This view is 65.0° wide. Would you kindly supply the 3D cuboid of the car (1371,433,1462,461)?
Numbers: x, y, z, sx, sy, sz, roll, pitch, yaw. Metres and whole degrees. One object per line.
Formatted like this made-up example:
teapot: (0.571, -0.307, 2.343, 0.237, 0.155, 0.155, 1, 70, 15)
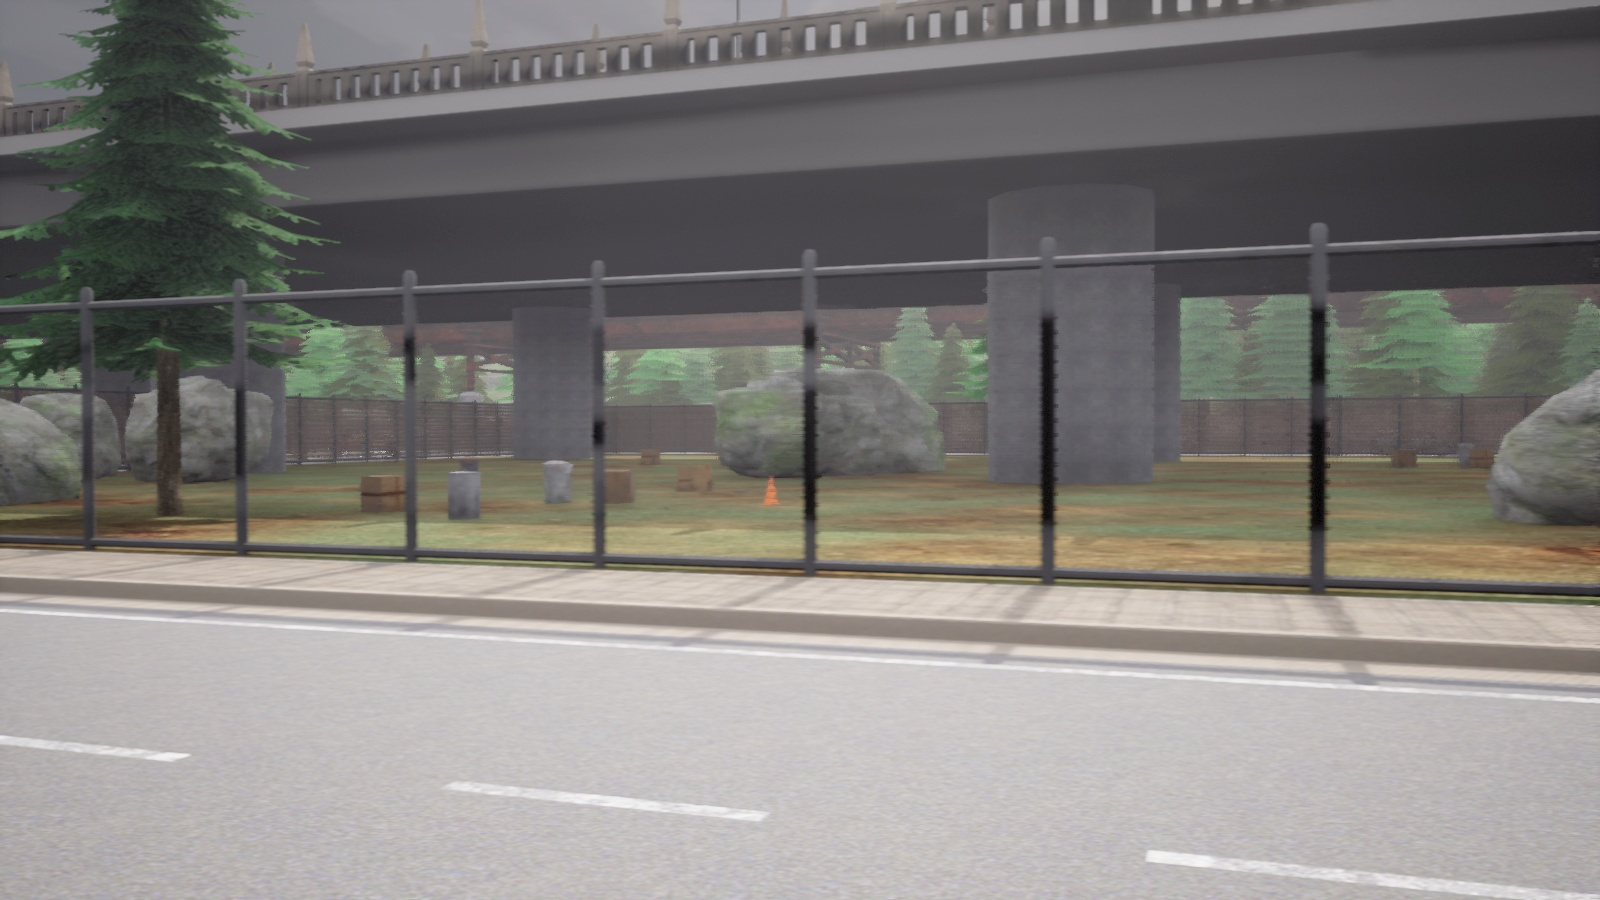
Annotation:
car: (35.350, -0.194, 72.164, 4.514, 1.525, 2.007, 1, 1, 21)
